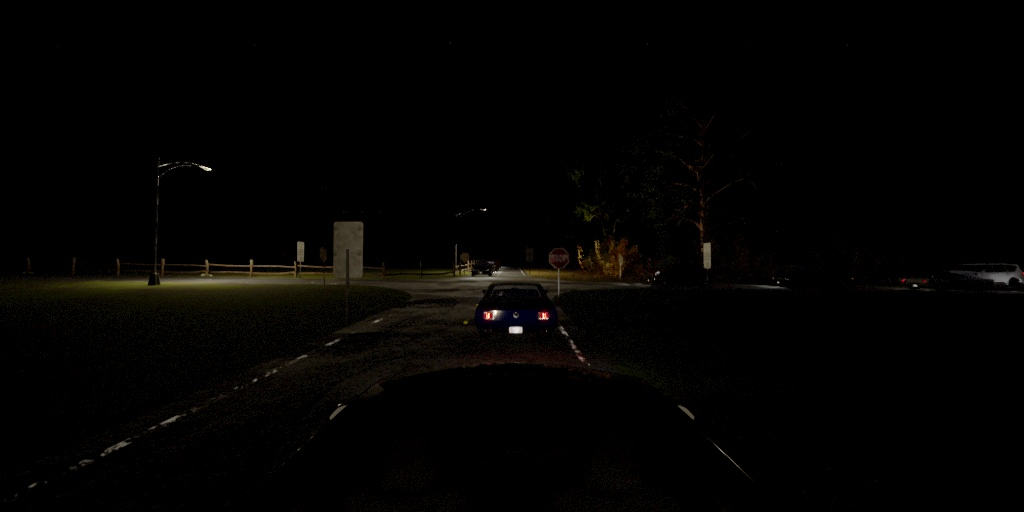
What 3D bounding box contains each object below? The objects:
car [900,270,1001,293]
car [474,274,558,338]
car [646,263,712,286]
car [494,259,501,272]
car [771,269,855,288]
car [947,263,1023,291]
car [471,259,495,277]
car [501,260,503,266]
[{"bbox_3d":[30.174,1.808,24.888,4.718,1.301,1.895,1,-1,0],"label":"car"},{"bbox_3d":[0.088,1.354,10.166,1.895,1.301,4.718,0,0,0],"label":"car"},{"bbox_3d":[12.819,1.350,27.742,4.553,1.767,2.097,1,-1,1],"label":"car"},{"bbox_3d":[-2.926,1.351,47.484,1.994,1.385,4.181,0,0,0],"label":"car"},{"bbox_3d":[23.267,1.700,27.774,5.357,1.411,2.033,1,-1,0],"label":"car"},{"bbox_3d":[36.103,1.567,27.875,5.566,2.045,2.150,1,-1,0],"label":"car"},{"bbox_3d":[-2.913,1.297,35.504,1.812,1.442,4.674,0,0,0],"label":"car"},{"bbox_3d":[-2.904,1.284,60.475,1.882,1.535,5.008,0,0,0],"label":"car"}]
